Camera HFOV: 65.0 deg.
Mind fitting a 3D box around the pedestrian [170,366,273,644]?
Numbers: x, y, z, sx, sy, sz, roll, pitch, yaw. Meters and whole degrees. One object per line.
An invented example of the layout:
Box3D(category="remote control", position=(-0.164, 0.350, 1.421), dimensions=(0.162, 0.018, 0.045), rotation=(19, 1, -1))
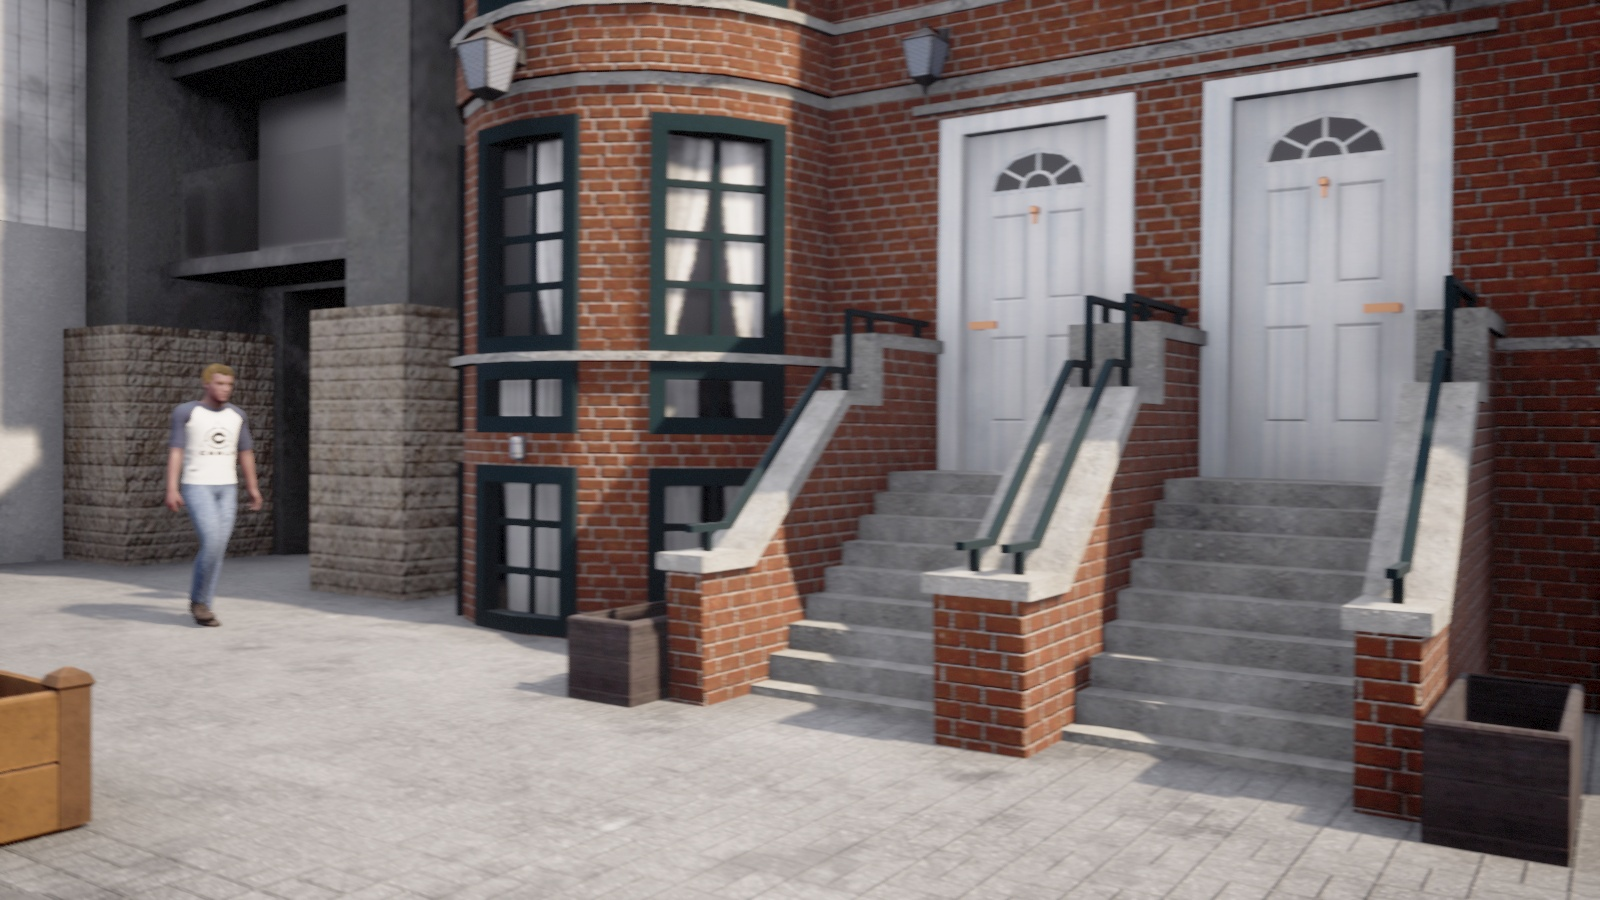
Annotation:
Box3D(category="pedestrian", position=(-3.980, 0.359, 8.632), dimensions=(0.706, 1.836, 0.354), rotation=(0, 1, 40))
